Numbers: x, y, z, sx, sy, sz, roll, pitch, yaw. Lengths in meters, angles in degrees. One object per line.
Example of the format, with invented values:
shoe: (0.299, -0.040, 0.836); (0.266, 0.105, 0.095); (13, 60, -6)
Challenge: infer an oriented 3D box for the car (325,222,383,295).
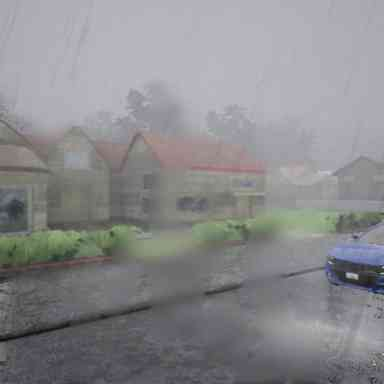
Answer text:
car: (5.403, 1.508, 8.423); (5.008, 1.535, 1.882); (0, 0, -35)
